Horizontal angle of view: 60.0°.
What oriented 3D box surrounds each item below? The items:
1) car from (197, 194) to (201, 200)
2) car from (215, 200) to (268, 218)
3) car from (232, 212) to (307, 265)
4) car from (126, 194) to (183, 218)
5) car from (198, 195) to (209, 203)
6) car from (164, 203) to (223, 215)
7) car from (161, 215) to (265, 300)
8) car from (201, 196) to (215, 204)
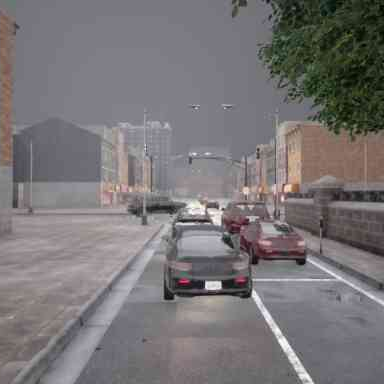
[{"bbox_3d":[2.533,1.432,65.021,2.192,1.841,5.009,1,0,0],"label":"car"},{"bbox_3d":[2.619,1.324,16.841,2.192,1.841,5.009,1,0,0],"label":"car"},{"bbox_3d":[2.625,1.586,11.392,1.802,1.307,4.206,1,0,0],"label":"car"},{"bbox_3d":[-3.088,1.254,29.968,5.566,2.045,2.150,0,1,-22],"label":"car"},{"bbox_3d":[2.541,1.644,59.583,1.887,1.381,4.507,1,0,0],"label":"car"},{"bbox_3d":[0.050,1.500,15.727,2.128,1.511,4.902,0,0,0],"label":"car"},{"bbox_3d":[0.224,1.528,8.317,1.812,1.442,4.674,0,0,-4],"label":"car"},{"bbox_3d":[2.569,1.599,43.271,1.887,1.381,4.507,1,0,0],"label":"car"}]
